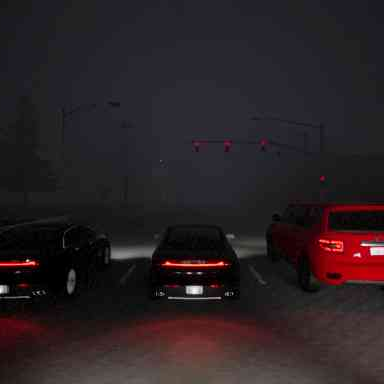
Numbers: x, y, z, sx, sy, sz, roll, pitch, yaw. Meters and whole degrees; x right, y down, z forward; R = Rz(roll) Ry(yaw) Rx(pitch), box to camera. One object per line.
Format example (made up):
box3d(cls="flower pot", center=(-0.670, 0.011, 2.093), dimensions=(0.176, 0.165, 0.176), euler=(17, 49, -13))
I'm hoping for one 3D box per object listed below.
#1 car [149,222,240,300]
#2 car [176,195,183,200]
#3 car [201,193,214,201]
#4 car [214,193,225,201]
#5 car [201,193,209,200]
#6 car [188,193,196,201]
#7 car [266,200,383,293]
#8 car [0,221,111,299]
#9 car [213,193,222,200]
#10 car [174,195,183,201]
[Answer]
box3d(cls="car", center=(0.063, 1.505, 8.367), dimensions=(1.837, 1.490, 4.892), euler=(0, 0, 0))
box3d(cls="car", center=(-3.489, 1.427, 91.922), dimensions=(1.895, 1.301, 4.718), euler=(0, 0, 0))
box3d(cls="car", center=(3.510, 1.347, 81.857), dimensions=(2.097, 1.767, 4.553), euler=(0, 0, 0))
box3d(cls="car", center=(7.010, 1.492, 81.470), dimensions=(1.837, 1.490, 4.892), euler=(0, 0, 0))
box3d(cls="car", center=(3.511, 1.187, 91.861), dimensions=(2.097, 1.767, 4.553), euler=(0, 0, 0))
box3d(cls="car", center=(0.010, 1.517, 81.471), dimensions=(2.128, 1.511, 4.902), euler=(0, 0, 0))
box3d(cls="car", center=(3.567, 1.221, 9.015), dimensions=(2.150, 2.045, 5.566), euler=(0, 0, 0))
box3d(cls="car", center=(-3.437, 1.505, 8.420), dimensions=(1.837, 1.490, 4.892), euler=(0, 0, 0))
box3d(cls="car", center=(7.011, 1.187, 91.860), dimensions=(2.097, 1.767, 4.553), euler=(0, 0, 0))
box3d(cls="car", center=(-3.490, 1.516, 81.888), dimensions=(1.812, 1.442, 4.674), euler=(0, 0, 0))
